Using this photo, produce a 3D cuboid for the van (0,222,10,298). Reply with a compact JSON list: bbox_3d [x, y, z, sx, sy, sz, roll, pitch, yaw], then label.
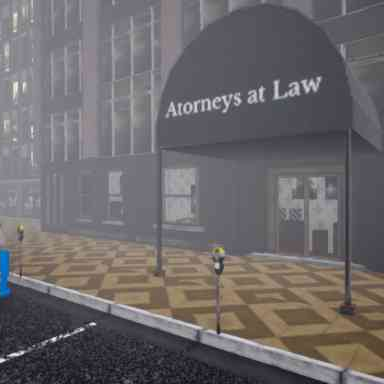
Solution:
[{"bbox_3d":[-5.327,1.341,6.698,3.998,1.788,1.690,0,0,36],"label":"van"}]
